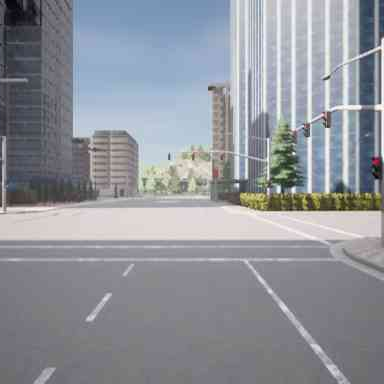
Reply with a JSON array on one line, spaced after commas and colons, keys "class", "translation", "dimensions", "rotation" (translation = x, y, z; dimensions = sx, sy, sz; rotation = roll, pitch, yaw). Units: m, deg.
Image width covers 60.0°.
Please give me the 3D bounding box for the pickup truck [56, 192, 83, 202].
[{"class": "pickup truck", "translation": [-24.787, 1.021, 66.889], "dimensions": [2.390, 2.098, 6.274], "rotation": [0, 0, 30]}]
